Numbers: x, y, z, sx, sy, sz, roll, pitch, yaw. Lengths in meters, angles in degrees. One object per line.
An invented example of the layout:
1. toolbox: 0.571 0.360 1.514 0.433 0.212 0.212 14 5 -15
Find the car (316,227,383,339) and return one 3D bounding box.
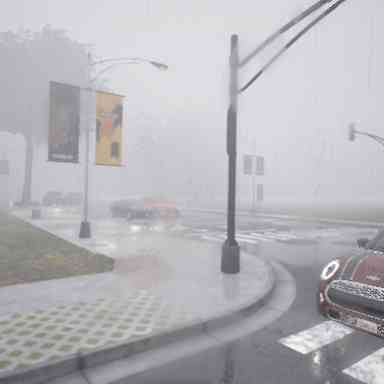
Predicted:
1. car: 4.309 1.298 6.050 4.553 1.767 2.097 0 0 -36

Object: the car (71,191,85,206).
1. car: -16.583 0.933 47.272 2.150 2.045 5.566 2 -1 -35

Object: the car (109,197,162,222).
1. car: -4.417 1.270 24.211 1.882 1.535 5.008 2 -1 -35

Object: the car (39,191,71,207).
1. car: -18.092 0.863 43.740 2.150 2.045 5.566 2 -1 -35

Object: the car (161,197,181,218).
1. car: -2.812 1.212 27.586 2.097 1.767 4.553 2 -1 -35
